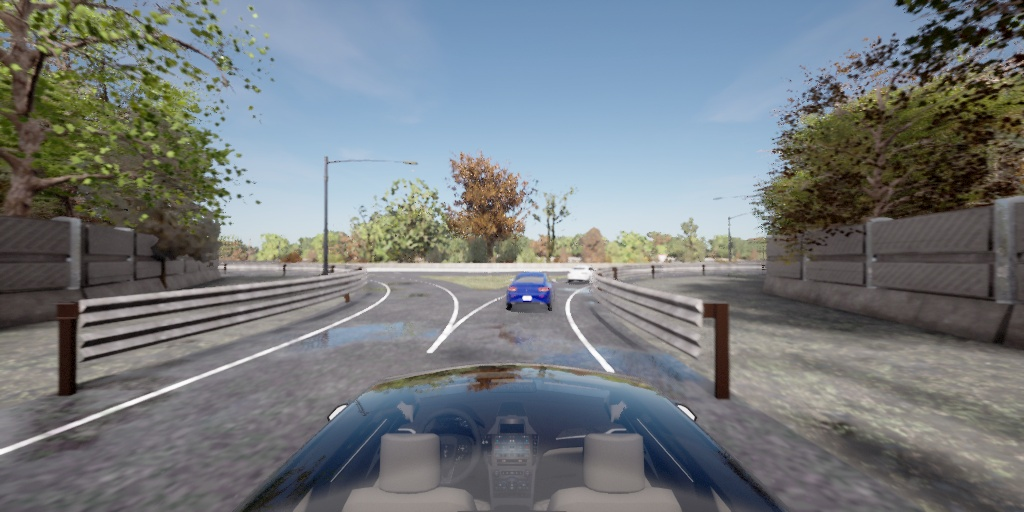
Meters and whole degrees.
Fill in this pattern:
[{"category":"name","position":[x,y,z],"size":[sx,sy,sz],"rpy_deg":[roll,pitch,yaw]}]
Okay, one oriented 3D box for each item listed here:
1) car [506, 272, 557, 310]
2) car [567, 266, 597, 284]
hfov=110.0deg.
[{"category":"car","position":[0.890,1.397,15.335],"size":[1.812,1.442,4.674],"rpy_deg":[0,-1,8]},{"category":"car","position":[6.173,1.531,30.507],"size":[1.812,1.442,4.674],"rpy_deg":[0,-1,29]}]
